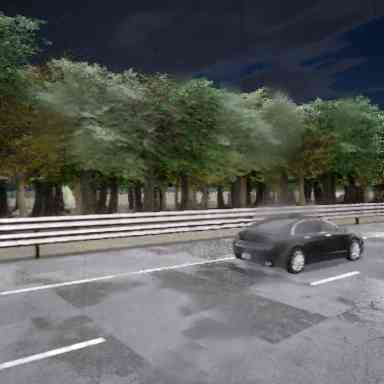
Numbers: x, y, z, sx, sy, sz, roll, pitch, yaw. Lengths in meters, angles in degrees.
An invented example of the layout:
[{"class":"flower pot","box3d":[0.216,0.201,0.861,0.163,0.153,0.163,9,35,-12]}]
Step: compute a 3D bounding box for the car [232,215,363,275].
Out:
[{"class":"car","box3d":[3.461,1.489,10.477,4.892,1.490,1.837,0,0,-35]}]
